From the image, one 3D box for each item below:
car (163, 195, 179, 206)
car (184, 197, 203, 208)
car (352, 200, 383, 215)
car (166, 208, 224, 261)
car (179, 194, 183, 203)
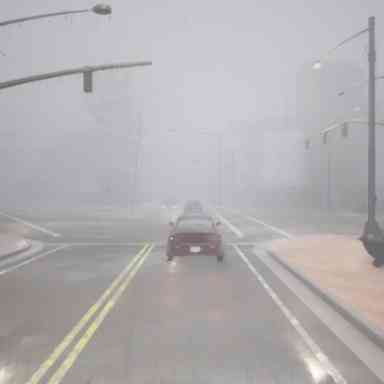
[{"bbox_3d":[-3.496,1.459,52.427,1.812,1.442,4.674,0,0,0],"label":"car"},{"bbox_3d":[0.148,1.504,33.278,1.812,1.442,4.674,0,0,0],"label":"car"},{"bbox_3d":[19.722,1.647,35.457,4.892,1.490,1.837,1,0,0],"label":"car"},{"bbox_3d":[0.099,1.511,12.043,1.812,1.442,4.674,0,0,0],"label":"car"},{"bbox_3d":[-3.409,1.392,68.073,1.882,1.535,5.008,0,0,0],"label":"car"}]
